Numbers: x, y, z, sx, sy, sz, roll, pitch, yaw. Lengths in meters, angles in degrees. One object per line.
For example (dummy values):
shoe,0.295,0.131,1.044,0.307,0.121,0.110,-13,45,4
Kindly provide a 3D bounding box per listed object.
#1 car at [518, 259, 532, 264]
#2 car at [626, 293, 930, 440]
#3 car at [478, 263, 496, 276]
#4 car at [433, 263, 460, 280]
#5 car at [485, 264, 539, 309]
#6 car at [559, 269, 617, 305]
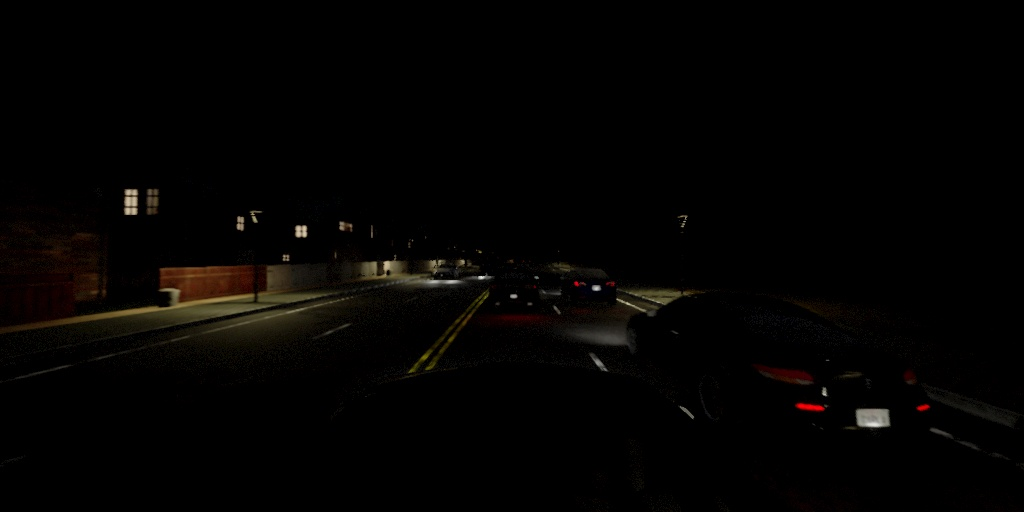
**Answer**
car,1.853,1.599,58.799,1.895,1.301,4.718,0,0,4
car,3.253,1.294,5.527,1.812,1.442,4.674,0,0,0
car,-2.476,1.453,39.607,2.033,1.411,5.357,0,0,3
car,-6.006,1.403,33.477,1.812,1.442,4.674,0,0,2
car,0.115,1.281,15.258,1.882,1.535,5.008,0,0,1
car,3.369,1.315,16.501,2.163,1.488,4.792,0,0,1
